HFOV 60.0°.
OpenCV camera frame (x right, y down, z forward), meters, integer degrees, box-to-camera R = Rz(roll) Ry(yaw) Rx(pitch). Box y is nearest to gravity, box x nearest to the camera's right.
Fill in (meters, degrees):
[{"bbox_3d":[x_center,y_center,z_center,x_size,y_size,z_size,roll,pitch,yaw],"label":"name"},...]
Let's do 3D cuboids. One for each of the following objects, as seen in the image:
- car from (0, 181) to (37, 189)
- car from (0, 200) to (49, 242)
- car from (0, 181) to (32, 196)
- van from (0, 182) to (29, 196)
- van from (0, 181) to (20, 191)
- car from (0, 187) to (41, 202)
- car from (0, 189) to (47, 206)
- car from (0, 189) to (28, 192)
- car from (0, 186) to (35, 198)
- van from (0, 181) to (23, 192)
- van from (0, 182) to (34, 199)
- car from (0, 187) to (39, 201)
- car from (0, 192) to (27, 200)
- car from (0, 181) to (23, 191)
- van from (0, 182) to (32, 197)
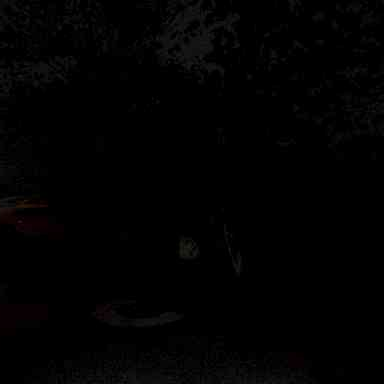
[{"bbox_3d":[-15.167,0.370,29.495,5.566,2.045,2.435,1,2,-30],"label":"car"},{"bbox_3d":[-6.914,1.307,15.239,5.008,1.535,2.097,1,2,-30],"label":"car"},{"bbox_3d":[-27.746,-0.537,50.991,5.566,2.045,2.435,1,1,-30],"label":"car"},{"bbox_3d":[-26.431,-0.422,48.555,4.442,1.987,1.878,1,1,-30],"label":"van"},{"bbox_3d":[-40.223,-1.334,72.708,4.442,1.987,1.878,1,1,-30],"label":"van"},{"bbox_3d":[-19.416,0.308,36.786,4.792,1.488,2.163,1,2,-30],"label":"car"},{"bbox_3d":[-16.618,0.535,31.865,4.792,1.488,2.163,1,2,-30],"label":"car"},{"bbox_3d":[-12.576,0.845,24.610,5.366,1.575,1.946,1,2,-30],"label":"car"},{"bbox_3d":[-23.546,-0.012,43.836,5.008,1.535,2.097,1,1,-30],"label":"car"},{"bbox_3d":[-34.651,-0.970,63.138,4.442,1.987,1.878,1,1,-30],"label":"van"},{"bbox_3d":[-22.237,-0.145,41.368,4.442,1.987,1.878,1,2,-31],"label":"van"},{"bbox_3d":[-20.742,0.209,39.066,4.792,1.488,2.163,1,1,-30],"label":"car"},{"bbox_3d":[-8.271,1.067,17.647,4.553,1.767,2.185,1,2,-30],"label":"car"},{"bbox_3d":[-38.954,-1.271,70.242,5.566,2.045,2.435,1,1,-30],"label":"car"},{"bbox_3d":[-24.836,-0.327,46.280,4.442,1.987,1.878,1,1,-30],"label":"van"}]
